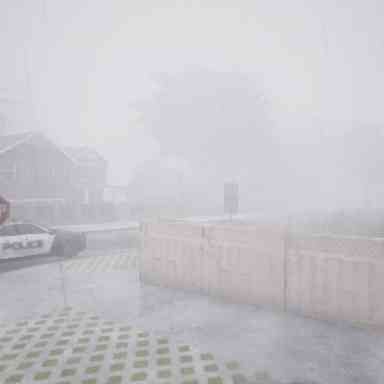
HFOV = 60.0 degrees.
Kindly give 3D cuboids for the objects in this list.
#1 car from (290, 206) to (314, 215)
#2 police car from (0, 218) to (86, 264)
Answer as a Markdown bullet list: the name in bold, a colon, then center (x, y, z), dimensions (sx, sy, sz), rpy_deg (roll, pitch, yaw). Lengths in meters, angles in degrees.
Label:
- **car**: center (15.271, 2.624, 45.957), dimensions (2.033, 1.411, 5.357), rpy_deg (1, -1, 36)
- **police car**: center (-6.136, 1.685, 11.706), dimensions (2.038, 1.542, 4.974), rpy_deg (1, -1, 36)
